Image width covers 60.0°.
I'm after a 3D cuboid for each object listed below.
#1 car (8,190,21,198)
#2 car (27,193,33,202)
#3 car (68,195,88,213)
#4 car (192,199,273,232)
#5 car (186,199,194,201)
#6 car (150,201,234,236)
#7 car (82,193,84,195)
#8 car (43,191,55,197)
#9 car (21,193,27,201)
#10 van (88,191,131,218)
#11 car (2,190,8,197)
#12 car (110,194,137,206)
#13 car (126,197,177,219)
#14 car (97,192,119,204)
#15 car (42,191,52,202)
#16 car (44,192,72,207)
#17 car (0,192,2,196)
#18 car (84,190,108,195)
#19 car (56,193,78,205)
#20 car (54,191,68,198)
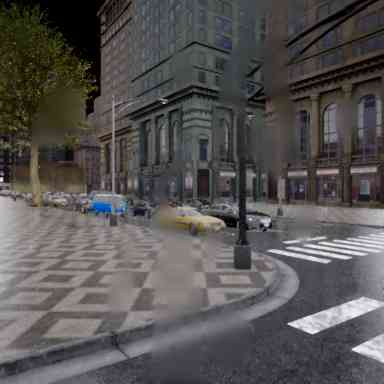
[{"bbox_3d":[-35.930,0.481,68.413,1.967,1.590,4.097,1,0,-35],"label":"car"},{"bbox_3d":[-22.965,0.909,50.063,2.008,1.369,4.403,1,0,-35],"label":"car"},{"bbox_3d":[-9.998,1.228,31.709,2.008,1.369,4.403,1,0,-35],"label":"car"},{"bbox_3d":[2.369,1.368,18.796,2.128,1.511,4.902,0,1,-35],"label":"car"},{"bbox_3d":[0.201,1.312,32.048,1.947,1.339,4.313,1,0,-35],"label":"car"},{"bbox_3d":[-0.173,1.396,17.801,1.752,1.417,4.829,1,0,-35],"label":"car"},{"bbox_3d":[-16.007,0.907,54.988,2.008,1.369,4.403,1,0,-35],"label":"car"},{"bbox_3d":[-35.456,0.468,82.510,1.802,1.307,4.206,1,0,-35],"label":"car"},{"bbox_3d":[-26.207,0.828,54.650,2.008,1.369,4.403,1,0,-35],"label":"car"},{"bbox_3d":[-6.754,1.089,27.120,1.690,1.788,3.998,1,0,-35],"label":"van"},{"bbox_3d":[-42.414,0.328,77.588,1.967,1.590,4.097,1,0,-35],"label":"car"},{"bbox_3d":[-9.524,1.070,45.813,2.008,1.369,4.403,1,0,-35],"label":"car"},{"bbox_3d":[-3.353,1.336,26.905,1.994,1.385,4.181,0,1,-35],"label":"car"},{"bbox_3d":[-12.763,0.877,50.400,1.967,1.590,4.097,1,0,-35],"label":"car"},{"bbox_3d":[-19.723,0.990,45.475,2.008,1.369,4.403,1,0,-35],"label":"car"},{"bbox_3d":[-16.384,1.049,40.749,1.752,1.417,4.829,1,0,-35],"label":"car"},{"bbox_3d":[-45.656,0.252,82.176,1.967,1.590,4.097,1,0,-35],"label":"car"},{"bbox_3d":[-9.169,0.867,35.147,2.150,2.045,5.566,0,1,-35],"label":"car"},{"bbox_3d":[-18.030,0.966,47.847,1.812,1.442,4.674,0,1,-35],"label":"car"},{"bbox_3d":[-28.972,0.584,73.336,1.887,1.381,4.507,1,0,-35],"label":"car"}]
